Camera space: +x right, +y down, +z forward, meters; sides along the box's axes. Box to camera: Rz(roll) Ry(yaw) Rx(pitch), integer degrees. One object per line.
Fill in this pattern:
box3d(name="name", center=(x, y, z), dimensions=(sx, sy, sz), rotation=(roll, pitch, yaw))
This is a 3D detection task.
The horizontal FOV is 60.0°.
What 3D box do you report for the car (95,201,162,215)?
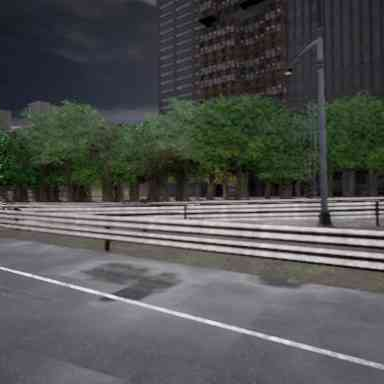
box3d(name="car", center=(-4.610, 1.452, 24.047), dimensions=(4.892, 1.490, 1.837), rotation=(-1, 0, 8))
